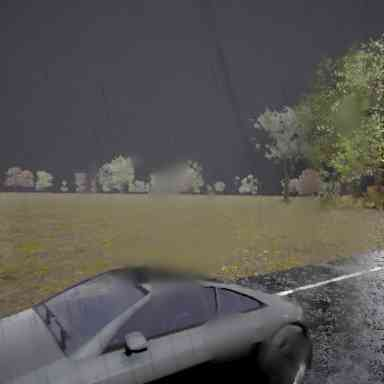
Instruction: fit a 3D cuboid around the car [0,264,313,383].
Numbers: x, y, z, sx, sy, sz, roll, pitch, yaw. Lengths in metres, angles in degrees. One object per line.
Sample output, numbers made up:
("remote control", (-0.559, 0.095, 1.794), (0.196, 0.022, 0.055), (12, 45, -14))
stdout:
("car", (-0.615, 1.572, 3.553), (4.181, 1.385, 1.994), (0, 0, -35))
